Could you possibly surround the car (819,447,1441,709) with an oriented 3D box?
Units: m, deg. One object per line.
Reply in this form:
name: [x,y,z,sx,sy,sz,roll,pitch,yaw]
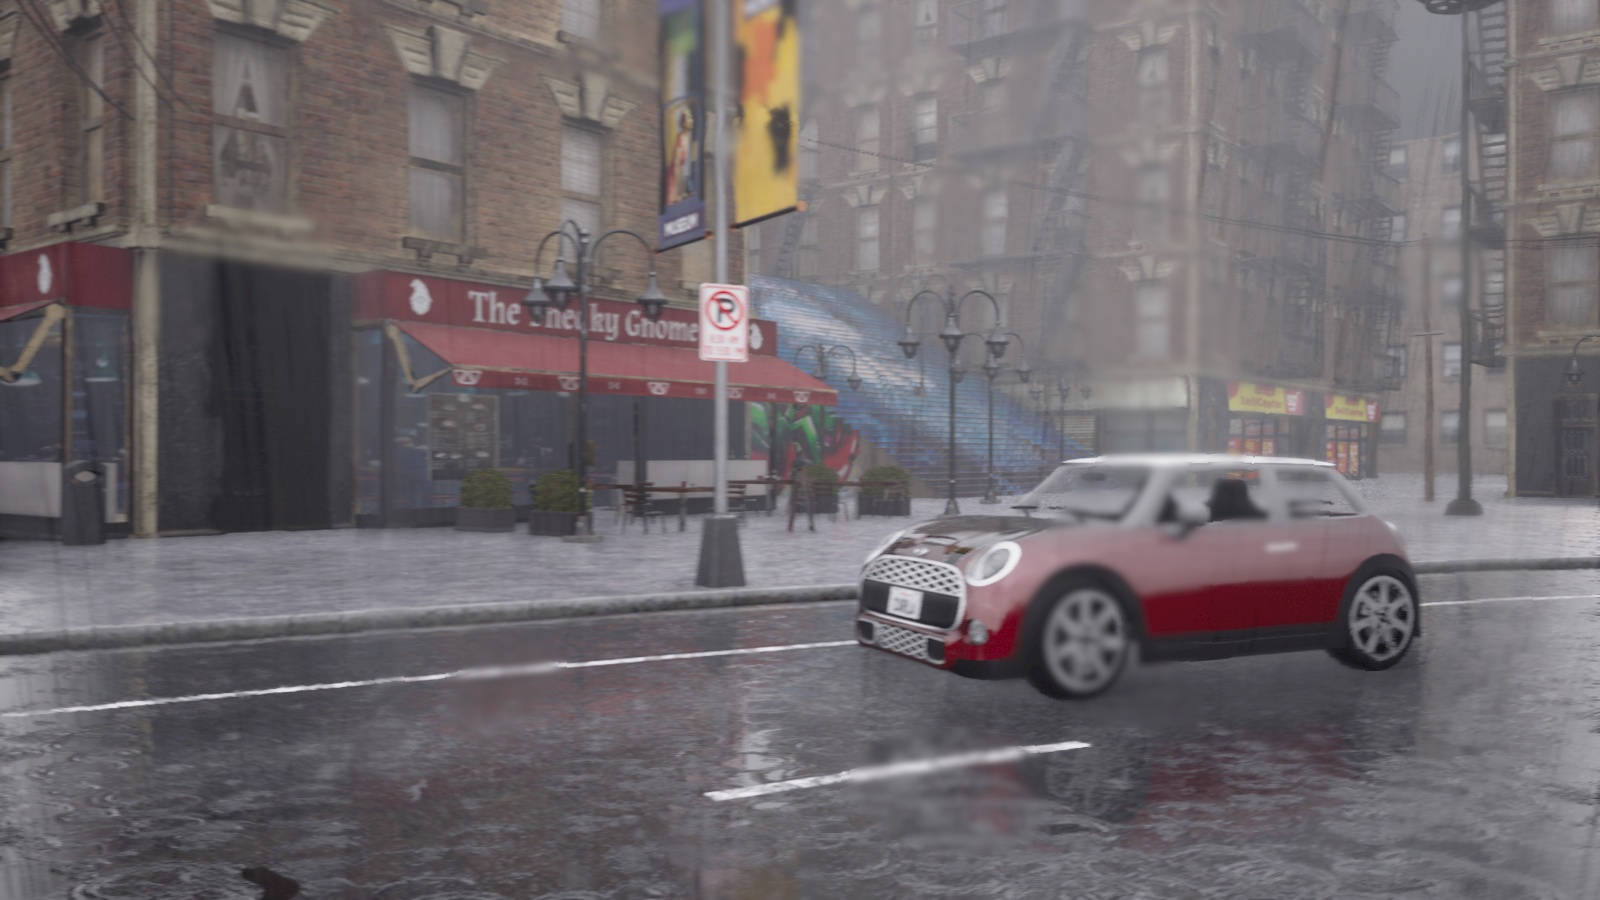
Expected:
car: [2.278,0.722,8.757,3.806,1.475,1.970,0,0,-25]
